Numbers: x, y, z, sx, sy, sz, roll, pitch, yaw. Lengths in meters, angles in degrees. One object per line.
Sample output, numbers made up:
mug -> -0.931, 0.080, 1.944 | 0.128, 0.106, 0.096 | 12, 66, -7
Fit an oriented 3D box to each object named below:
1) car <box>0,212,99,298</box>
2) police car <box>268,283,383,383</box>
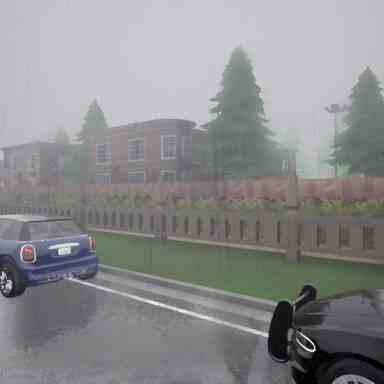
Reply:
car -> -4.542, 1.351, 8.791 | 4.553, 1.767, 2.097 | 0, 0, 38
police car -> 3.235, 1.425, 2.729 | 5.238, 1.638, 1.930 | 0, 0, 38
